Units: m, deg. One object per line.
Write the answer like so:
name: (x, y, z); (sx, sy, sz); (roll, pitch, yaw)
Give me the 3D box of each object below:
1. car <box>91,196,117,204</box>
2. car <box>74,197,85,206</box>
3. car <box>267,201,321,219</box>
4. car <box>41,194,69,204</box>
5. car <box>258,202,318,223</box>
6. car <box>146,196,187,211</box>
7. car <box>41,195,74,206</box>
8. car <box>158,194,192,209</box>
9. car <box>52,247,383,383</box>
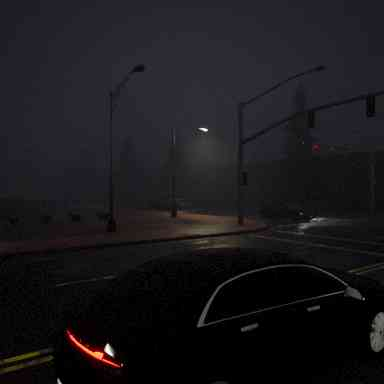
car: (-16.283, 1.478, 61.331); (5.008, 1.535, 1.882); (0, 0, 21)
car: (-20.128, 1.478, 55.395); (5.008, 1.535, 1.882); (0, 0, 19)
car: (9.032, 1.563, 29.685); (1.994, 1.385, 4.181); (0, 0, -38)
car: (-26.243, 1.352, 63.797); (4.553, 1.767, 2.097); (0, 0, 9)
car: (7.285, 1.526, 26.057); (1.812, 1.442, 4.674); (0, 0, -36)
car: (-3.473, 1.547, 40.380); (2.033, 1.411, 5.357); (0, 0, -42)
car: (-21.893, 1.547, 52.330); (5.357, 1.411, 2.033); (0, 0, 17)
car: (-2.484, 1.222, 44.318); (5.566, 2.045, 2.150); (0, 0, 44)
car: (0.813, 1.505, 4.378); (4.892, 1.490, 1.837); (0, 0, -35)
